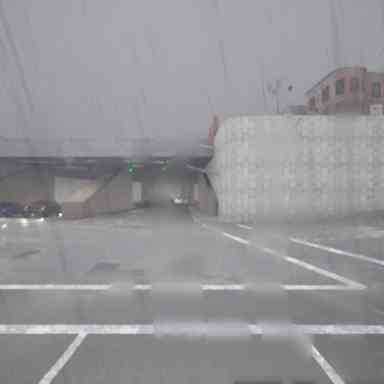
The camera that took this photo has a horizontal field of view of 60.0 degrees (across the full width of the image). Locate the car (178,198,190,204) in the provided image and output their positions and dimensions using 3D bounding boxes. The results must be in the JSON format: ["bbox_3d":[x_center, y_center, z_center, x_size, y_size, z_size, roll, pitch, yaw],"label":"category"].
[{"bbox_3d":[-2.253,1.965,74.780,1.812,1.442,4.674,0,0,28],"label":"car"}]

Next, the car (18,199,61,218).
[{"bbox_3d":[-14.838,1.547,33.033,2.097,1.767,4.553,0,0,-2],"label":"car"}]

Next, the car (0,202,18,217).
[{"bbox_3d":[-18.350,1.723,33.353,1.812,1.442,4.674,0,0,-2],"label":"car"}]

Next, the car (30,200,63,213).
[{"bbox_3d":[-18.605,1.801,42.932,2.033,1.411,5.357,0,0,-2],"label":"car"}]

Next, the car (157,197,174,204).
[{"bbox_3d":[-5.933,1.942,75.036,1.837,1.490,4.892,0,0,24],"label":"car"}]

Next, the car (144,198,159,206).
[{"bbox_3d":[-8.083,1.928,64.605,2.033,1.411,5.357,0,0,4],"label":"car"}]

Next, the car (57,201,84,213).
[{"bbox_3d":[-15.070,1.809,41.638,1.994,1.385,4.181,0,0,-2],"label":"car"}]

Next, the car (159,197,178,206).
[{"bbox_3d":[-4.562,1.873,64.767,2.128,1.511,4.902,0,0,4],"label":"car"}]
